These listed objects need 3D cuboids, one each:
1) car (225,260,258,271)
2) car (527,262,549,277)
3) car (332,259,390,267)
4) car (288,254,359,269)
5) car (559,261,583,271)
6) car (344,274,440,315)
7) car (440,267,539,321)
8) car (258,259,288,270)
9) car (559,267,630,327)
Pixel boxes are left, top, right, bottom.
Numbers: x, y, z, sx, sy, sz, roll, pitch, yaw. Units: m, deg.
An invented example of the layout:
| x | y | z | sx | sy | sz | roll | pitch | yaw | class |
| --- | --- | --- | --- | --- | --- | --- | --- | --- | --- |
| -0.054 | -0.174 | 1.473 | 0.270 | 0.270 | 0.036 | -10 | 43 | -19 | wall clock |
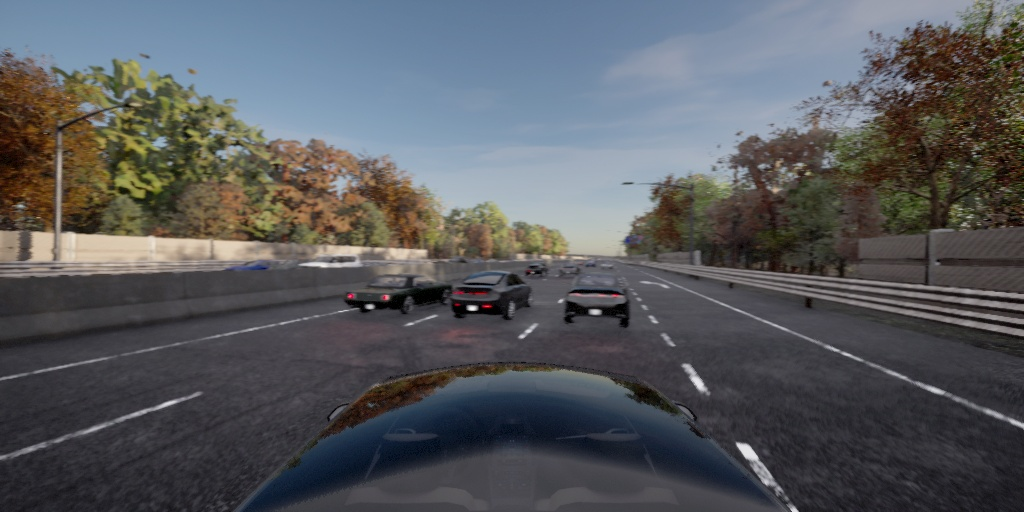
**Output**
| x | y | z | sx | sy | sz | roll | pitch | yaw | class |
| --- | --- | --- | --- | --- | --- | --- | --- | --- | --- |
| -21.293 | 1.059 | 30.173 | 1.882 | 1.535 | 5.008 | 1 | 0 | 15 | car |
| 2.731 | 1.411 | 38.250 | 1.837 | 1.490 | 4.892 | 1 | 0 | 15 | car |
| -11.065 | 1.191 | 27.791 | 2.128 | 1.511 | 4.902 | 1 | 0 | 15 | car |
| -14.452 | 0.884 | 28.654 | 2.150 | 2.045 | 5.566 | 1 | -1 | 16 | car |
| 6.057 | 1.433 | 37.141 | 2.128 | 1.511 | 4.902 | 1 | 0 | 15 | car |
| -3.954 | 1.341 | 13.563 | 1.895 | 1.301 | 4.718 | 1 | 0 | 15 | car |
| -0.530 | 1.286 | 12.810 | 1.837 | 1.490 | 4.892 | 1 | 0 | 15 | car |
| -17.807 | 0.973 | 29.648 | 2.097 | 1.767 | 4.553 | 1 | 0 | 15 | car |
| 2.878 | 1.311 | 12.010 | 2.128 | 1.511 | 4.902 | 1 | 0 | 15 | car |
